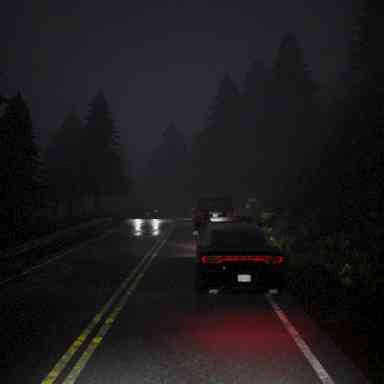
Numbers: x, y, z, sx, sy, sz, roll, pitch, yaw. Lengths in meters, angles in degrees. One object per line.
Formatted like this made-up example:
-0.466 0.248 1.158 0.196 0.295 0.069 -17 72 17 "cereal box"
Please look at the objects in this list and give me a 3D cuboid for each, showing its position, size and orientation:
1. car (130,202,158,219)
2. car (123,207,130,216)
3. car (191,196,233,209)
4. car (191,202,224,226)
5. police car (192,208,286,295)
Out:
-4.187 1.597 29.609 1.812 1.442 4.674 1 -1 -14 "car"
-8.065 2.717 45.552 1.994 1.385 4.181 4 -8 -40 "car"
1.191 1.263 18.887 2.150 2.045 5.566 0 0 1 "car"
1.066 1.579 25.142 1.837 1.490 4.892 1 0 -5 "car"
1.037 1.442 8.926 1.930 1.638 5.238 0 0 1 "police car"
